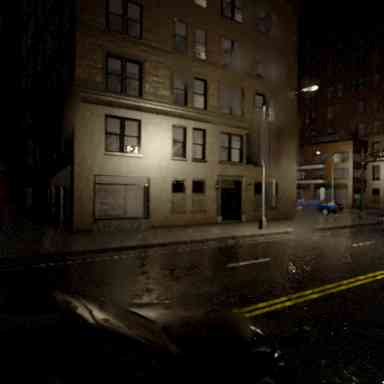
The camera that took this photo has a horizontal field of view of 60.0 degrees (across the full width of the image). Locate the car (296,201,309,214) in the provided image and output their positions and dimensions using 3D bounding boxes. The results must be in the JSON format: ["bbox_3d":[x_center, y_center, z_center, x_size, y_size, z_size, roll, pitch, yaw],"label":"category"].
[{"bbox_3d":[10.935,1.680,38.703,1.967,1.590,4.097,1,0,-35],"label":"car"}]

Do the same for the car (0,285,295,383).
[{"bbox_3d":[-1.210,1.529,2.574,4.674,1.442,1.812,0,0,-36],"label":"car"}]

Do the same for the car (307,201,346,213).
[{"bbox_3d":[17.476,1.903,43.348,1.947,1.339,4.313,1,0,-35],"label":"car"}]

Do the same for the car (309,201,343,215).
[{"bbox_3d":[14.398,1.749,38.205,1.882,1.535,5.008,1,0,-35],"label":"car"}]
